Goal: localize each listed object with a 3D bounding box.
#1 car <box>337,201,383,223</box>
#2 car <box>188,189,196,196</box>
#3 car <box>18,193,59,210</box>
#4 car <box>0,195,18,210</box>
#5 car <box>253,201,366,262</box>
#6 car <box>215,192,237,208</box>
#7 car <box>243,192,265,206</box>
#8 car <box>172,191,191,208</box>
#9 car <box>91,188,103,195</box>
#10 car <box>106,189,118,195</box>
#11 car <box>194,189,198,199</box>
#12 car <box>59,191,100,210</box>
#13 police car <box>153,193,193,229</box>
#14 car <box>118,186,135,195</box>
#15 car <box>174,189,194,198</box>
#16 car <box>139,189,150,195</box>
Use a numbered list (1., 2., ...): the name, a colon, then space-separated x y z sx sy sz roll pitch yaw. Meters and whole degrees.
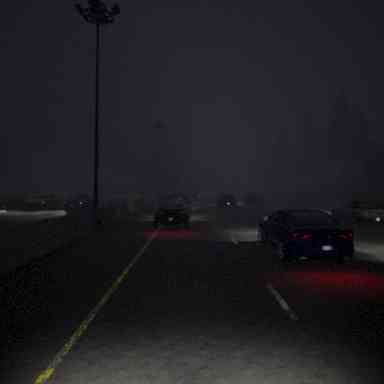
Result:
1. car: 10.600 1.211 21.160 1.895 1.301 4.718 0 1 0
2. car: 0.000 0.010 69.866 1.812 1.442 4.674 0 1 0
3. car: -14.076 0.863 31.646 1.882 1.535 5.008 0 1 0
4. car: -17.573 0.946 31.858 1.994 1.385 4.181 0 1 0
5. car: 3.600 1.290 11.338 1.882 1.535 5.008 0 1 0
6. car: 3.600 0.813 35.387 1.837 1.490 4.892 0 1 0
7. car: 7.100 0.723 38.317 1.882 1.535 5.008 0 1 0
8. car: -1.050 0.768 35.149 1.801 1.575 5.366 0 1 0
9. car: -21.000 -0.050 73.199 1.837 1.490 4.892 0 1 0
10. car: -17.500 -0.026 73.199 1.812 1.442 4.674 0 1 0
11. car: 0.003 0.472 55.901 1.895 1.301 4.718 0 1 0
12. car: -10.576 0.911 31.651 1.812 1.442 4.674 0 1 0
13. police car: -1.050 1.080 19.040 1.930 1.638 5.238 0 1 0
14. car: -14.000 -0.324 73.164 2.150 2.045 5.566 0 1 0
15. car: -1.050 0.795 28.917 2.097 1.767 4.553 0 1 0
16. car: -10.500 0.046 73.170 1.895 1.301 4.718 0 1 0
